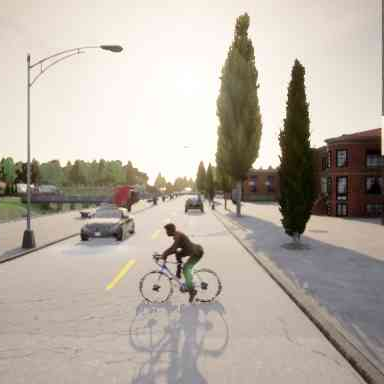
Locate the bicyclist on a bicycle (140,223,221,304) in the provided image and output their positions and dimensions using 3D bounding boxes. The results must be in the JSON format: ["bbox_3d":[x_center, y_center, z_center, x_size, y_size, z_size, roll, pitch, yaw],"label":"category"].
[{"bbox_3d":[-0.251,1.444,6.672,1.656,1.620,0.582,-2,0,1],"label":"bicyclist on a bicycle"}]

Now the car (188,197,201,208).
[{"bbox_3d":[0.300,1.524,48.920,1.812,1.442,4.674,0,0,0],"label":"car"}]

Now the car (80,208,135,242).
[{"bbox_3d":[-3.993,1.525,16.459,1.812,1.442,4.674,0,0,0],"label":"car"}]

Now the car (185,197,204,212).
[{"bbox_3d":[0.265,1.352,39.143,2.097,1.767,4.553,0,0,0],"label":"car"}]
